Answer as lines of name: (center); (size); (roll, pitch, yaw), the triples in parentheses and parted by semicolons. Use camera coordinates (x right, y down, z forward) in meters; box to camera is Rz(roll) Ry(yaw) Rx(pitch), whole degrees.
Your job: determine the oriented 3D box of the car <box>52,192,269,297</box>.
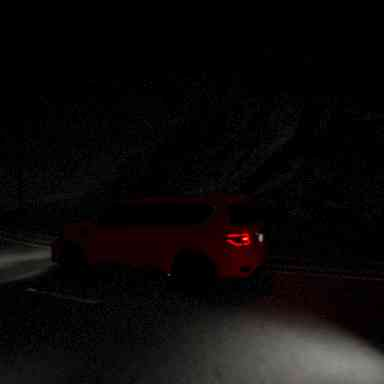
car: (-0.922, 1.101, 8.328); (5.566, 2.045, 2.150); (-1, 1, 26)
